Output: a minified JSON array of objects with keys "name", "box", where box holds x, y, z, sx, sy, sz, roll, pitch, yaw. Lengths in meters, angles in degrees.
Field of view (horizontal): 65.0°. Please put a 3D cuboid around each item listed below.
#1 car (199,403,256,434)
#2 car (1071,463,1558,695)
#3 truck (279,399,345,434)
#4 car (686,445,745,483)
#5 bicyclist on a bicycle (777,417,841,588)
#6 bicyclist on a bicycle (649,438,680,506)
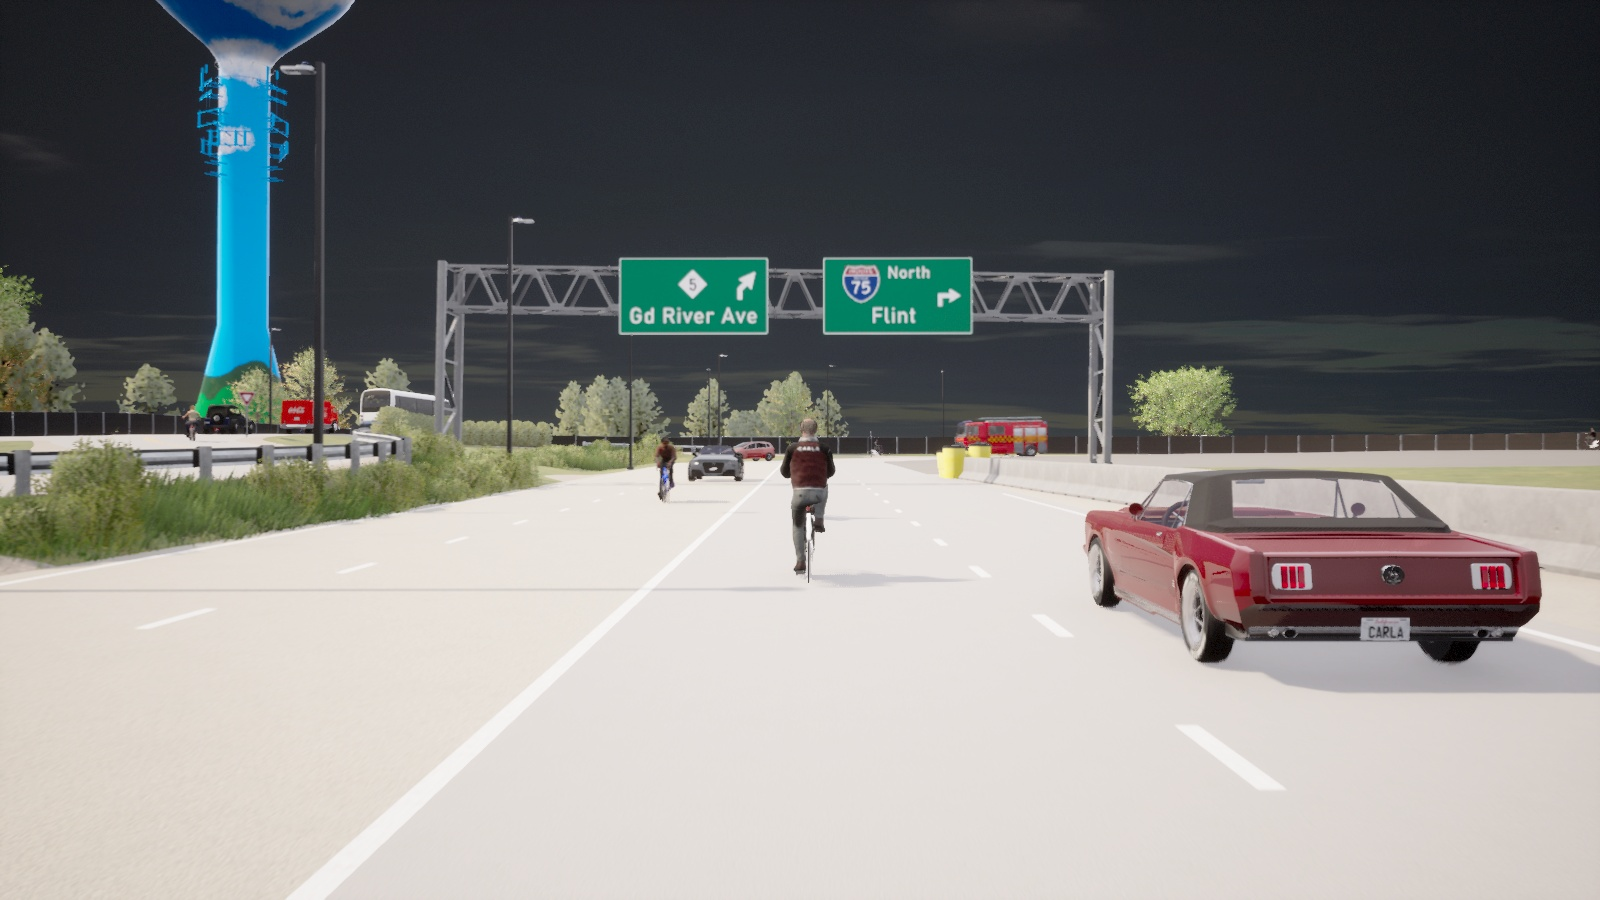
[{"name":"car","box":[-36.197,-1.972,79.547,1.905,1.878,3.866,0,0,-1]},{"name":"car","box":[3.572,0.795,9.835,1.895,1.301,4.718,0,0,0]},{"name":"truck","box":[-35.807,-2.459,92.325,2.627,2.467,5.204,0,1,4]},{"name":"car","box":[-3.205,0.507,48.346,1.994,1.385,4.181,0,0,0]},{"name":"bicyclist on a bicycle","box":[0.096,0.539,13.959,0.659,1.776,1.843,0,1,0]},{"name":"bicyclist on a bicycle","box":[-3.307,0.511,30.781,0.582,1.620,1.656,0,1,0]}]
